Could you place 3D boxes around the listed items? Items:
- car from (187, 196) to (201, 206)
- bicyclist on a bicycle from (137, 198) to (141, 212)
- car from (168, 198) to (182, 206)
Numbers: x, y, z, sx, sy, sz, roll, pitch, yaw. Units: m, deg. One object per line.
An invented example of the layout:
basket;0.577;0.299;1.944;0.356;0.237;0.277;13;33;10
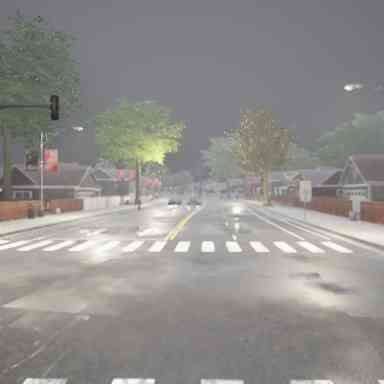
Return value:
car;0.396;1.414;56.351;2.097;1.767;4.553;0;0;5
bicyclist on a bicycle;-6.280;1.524;39.582;0.582;1.620;1.656;0;0;2
car;-2.847;1.634;56.563;1.994;1.385;4.181;0;0;5
